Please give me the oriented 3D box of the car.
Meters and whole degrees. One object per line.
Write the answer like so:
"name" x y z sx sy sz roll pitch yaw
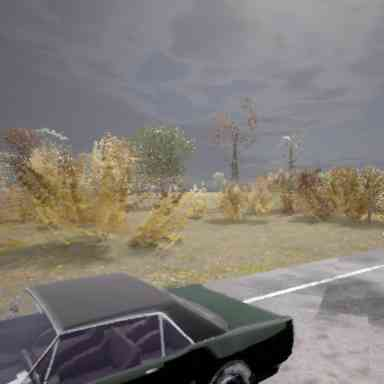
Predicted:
"car" -1.259 1.598 3.077 4.718 1.301 1.895 0 0 -35
